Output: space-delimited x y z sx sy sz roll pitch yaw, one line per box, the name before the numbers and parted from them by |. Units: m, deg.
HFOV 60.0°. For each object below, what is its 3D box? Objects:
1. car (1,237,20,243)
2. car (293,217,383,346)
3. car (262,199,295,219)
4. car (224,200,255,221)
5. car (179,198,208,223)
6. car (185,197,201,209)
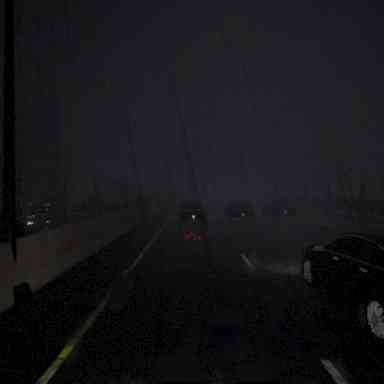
car | -7.098 1.422 10.249 1.882 1.535 5.008 0 0 0
car | 3.601 1.470 6.251 1.837 1.490 4.892 0 0 0
car | 7.103 1.342 27.662 2.128 1.511 4.902 0 0 0
car | 3.602 1.353 25.637 2.128 1.511 4.902 0 0 0
car | 0.102 1.373 24.430 1.837 1.490 4.892 0 0 0
car | 0.059 1.374 41.949 1.895 1.301 4.718 0 0 -1
